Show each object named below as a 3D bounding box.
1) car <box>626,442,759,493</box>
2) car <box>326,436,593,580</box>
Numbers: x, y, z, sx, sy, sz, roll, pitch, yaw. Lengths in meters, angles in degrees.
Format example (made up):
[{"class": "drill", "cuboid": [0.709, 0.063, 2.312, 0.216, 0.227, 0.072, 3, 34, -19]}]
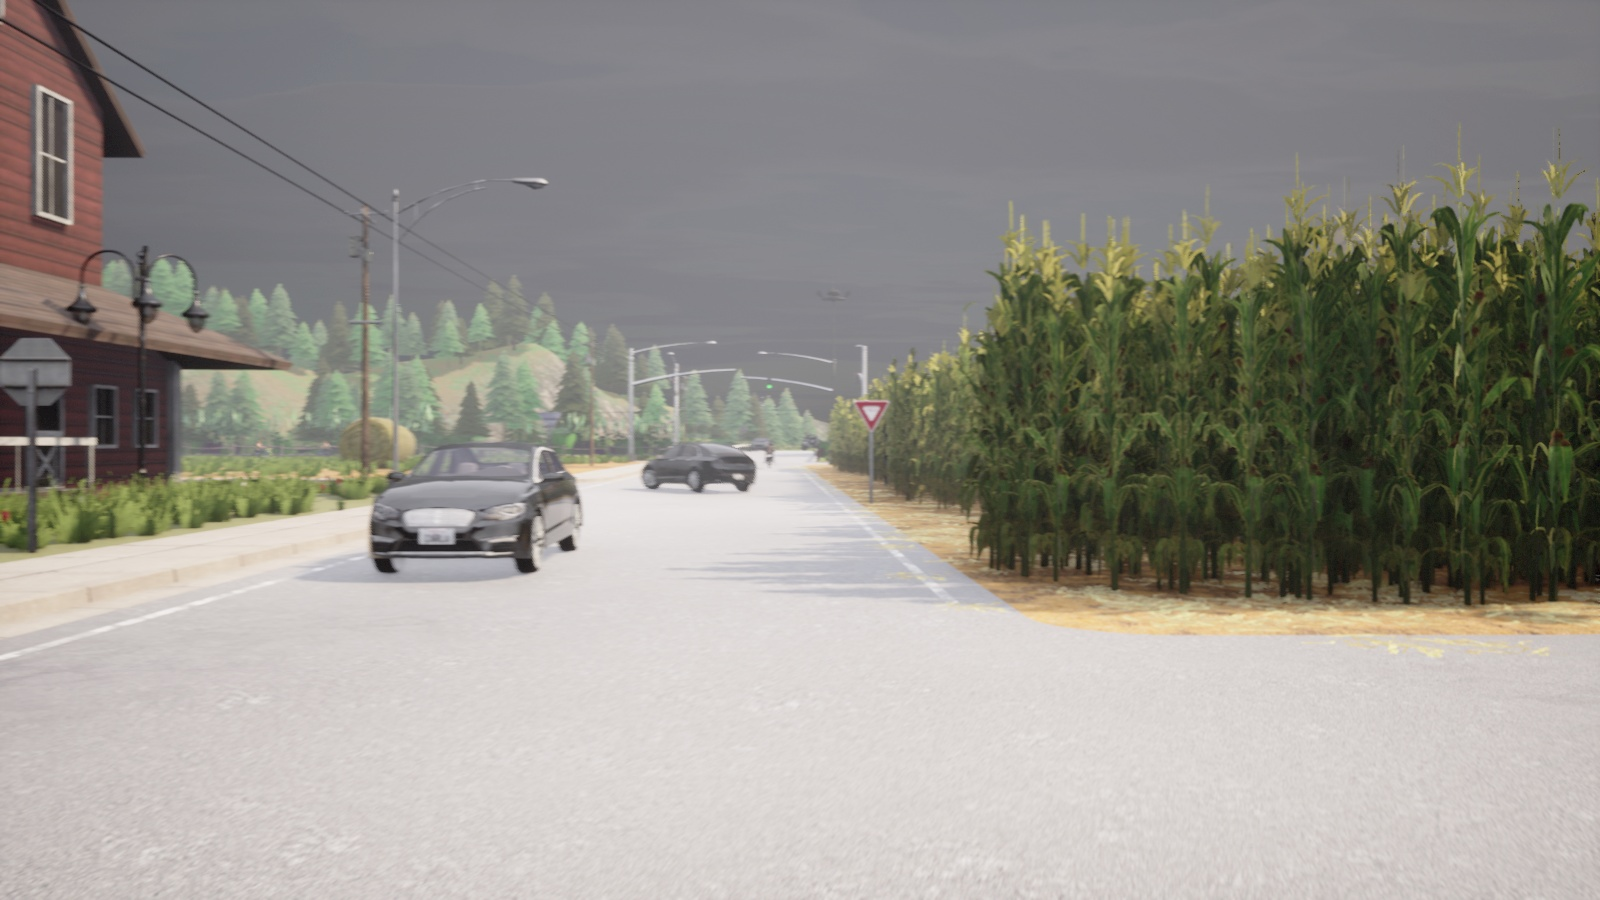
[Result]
[{"class": "car", "cuboid": [-3.410, 0.512, 38.876, 1.837, 1.490, 4.892, 1, 0, -36]}, {"class": "car", "cuboid": [-3.987, 0.598, 15.690, 2.128, 1.511, 4.902, 0, 0, -2]}]
